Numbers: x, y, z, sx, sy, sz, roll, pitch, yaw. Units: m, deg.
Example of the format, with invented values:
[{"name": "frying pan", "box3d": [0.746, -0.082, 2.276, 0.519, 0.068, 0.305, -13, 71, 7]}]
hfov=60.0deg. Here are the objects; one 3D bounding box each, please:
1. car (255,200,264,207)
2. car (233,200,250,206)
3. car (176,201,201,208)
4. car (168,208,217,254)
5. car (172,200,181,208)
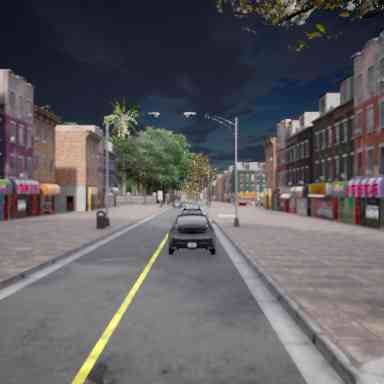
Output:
[{"name": "car", "box3d": [17.304, 2.692, 80.045, 4.097, 1.590, 1.967, 1, -1, 0]}, {"name": "car", "box3d": [11.869, 2.630, 80.049, 4.097, 1.590, 1.967, 1, -1, 0]}, {"name": "car", "box3d": [0.017, 1.823, 29.295, 2.128, 1.511, 4.902, 0, -1, 0]}, {"name": "car", "box3d": [0.010, 1.659, 14.292, 1.837, 1.490, 4.892, 0, 0, 0]}, {"name": "car", "box3d": [-2.763, 2.294, 63.488, 2.128, 1.511, 4.902, 0, -1, 1]}]
